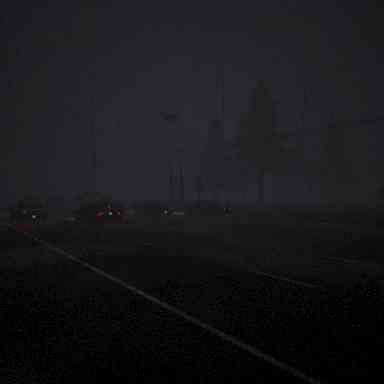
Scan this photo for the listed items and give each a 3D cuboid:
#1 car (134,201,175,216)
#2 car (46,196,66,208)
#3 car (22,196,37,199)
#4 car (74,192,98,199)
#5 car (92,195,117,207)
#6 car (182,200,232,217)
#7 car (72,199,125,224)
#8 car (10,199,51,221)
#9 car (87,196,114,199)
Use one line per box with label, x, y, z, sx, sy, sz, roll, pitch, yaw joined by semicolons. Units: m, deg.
car;-3.658;1.484;31.163;1.895;1.301;4.718;0;0;-37
car;-18.690;1.272;45.272;1.882;1.535;5.008;0;0;-37
car;-20.537;1.306;41.912;1.837;1.490;4.892;0;0;-37
car;-14.532;1.026;45.574;2.150;2.045;5.566;0;0;-37
car;-13.096;1.272;49.480;1.882;1.535;5.008;0;0;-37
car;1.257;1.446;30.461;2.033;1.411;5.357;0;0;-37
car;-6.860;1.447;23.784;2.033;1.411;5.357;0;0;-37
car;-12.691;1.479;25.702;1.895;1.301;4.718;0;0;-37
car;-7.825;1.399;30.851;1.812;1.442;4.674;0;0;-37
